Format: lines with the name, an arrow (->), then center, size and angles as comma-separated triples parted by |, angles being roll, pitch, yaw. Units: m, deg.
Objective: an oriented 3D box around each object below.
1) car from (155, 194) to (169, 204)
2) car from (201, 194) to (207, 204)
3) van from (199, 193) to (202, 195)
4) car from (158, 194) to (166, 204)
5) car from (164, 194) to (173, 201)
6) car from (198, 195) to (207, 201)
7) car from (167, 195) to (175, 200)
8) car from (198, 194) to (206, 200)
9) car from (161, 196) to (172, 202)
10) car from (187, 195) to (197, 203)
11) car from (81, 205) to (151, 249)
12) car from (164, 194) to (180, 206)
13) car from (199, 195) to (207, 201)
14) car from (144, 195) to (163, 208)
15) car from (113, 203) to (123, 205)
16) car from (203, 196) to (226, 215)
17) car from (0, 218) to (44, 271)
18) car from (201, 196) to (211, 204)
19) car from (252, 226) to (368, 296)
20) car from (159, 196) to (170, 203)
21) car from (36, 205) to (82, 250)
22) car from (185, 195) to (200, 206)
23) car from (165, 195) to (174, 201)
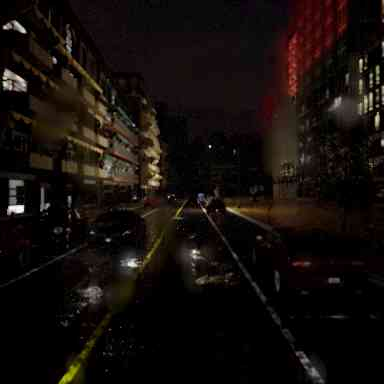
car -> -5.696, 1.280, 63.779 | 2.192, 1.841, 5.009 | 0, 0, 0
car -> 2.685, 1.405, 47.198 | 1.967, 1.590, 4.097 | 0, 0, 0
van -> 2.685, 1.309, 74.832 | 1.690, 1.788, 3.998 | 0, 0, 0
car -> -5.695, 1.490, 58.083 | 1.752, 1.417, 4.829 | 0, 0, 0
car -> -5.695, 1.411, 80.358 | 1.967, 1.590, 4.097 | 0, 0, 0
car -> 2.686, 1.541, 85.885 | 1.947, 1.339, 4.313 | 0, 0, 0
car -> -5.694, 1.524, 91.412 | 1.887, 1.381, 4.507 | 0, 0, 0
car -> 2.685, 1.419, 91.411 | 1.967, 1.590, 4.097 | 0, 0, 0
car -> -5.694, 1.519, 74.833 | 2.008, 1.369, 4.403 | 0, 0, 0
car -> 0.004, 1.414, 68.390 | 1.837, 1.490, 4.892 | 0, 0, 0
car -> -3.100, 1.509, 14.624 | 1.812, 1.442, 4.674 | 0, 0, 0
car -> -3.064, 1.469, 55.494 | 1.837, 1.490, 4.892 | 0, 0, 0
car -> 2.686, 1.496, 80.527 | 1.752, 1.417, 4.829 | 0, 0, 0
car -> -5.695, 1.509, 47.199 | 1.887, 1.381, 4.507 | 0, 0, 0
car -> -5.694, 1.499, 24.923 | 1.752, 1.417, 4.829 | 0, 0, 0
car -> 2.355, 1.472, 33.616 | 1.837, 1.490, 4.892 | 0, 0, 0
car -> -5.695, 1.572, 8.513 | 1.802, 1.307, 4.206 | 0, 0, 0
car -> 2.686, 1.547, 63.778 | 1.802, 1.307, 4.206 | 0, 0, 0
car -> 2.685, 1.535, 8.512 | 1.887, 1.381, 4.507 | 0, 0, 0
car -> -5.694, 1.517, 69.306 | 2.008, 1.369, 4.403 | 0, 0, 0
car -> -5.695, 1.424, 14.039 | 1.967, 1.590, 4.097 | 0, 0, 0
car -> 0.001, 1.490, 53.111 | 1.812, 1.442, 4.674 | 0, 0, 0
car -> -5.694, 1.540, 85.885 | 1.947, 1.339, 4.313 | 0, 0, 0
